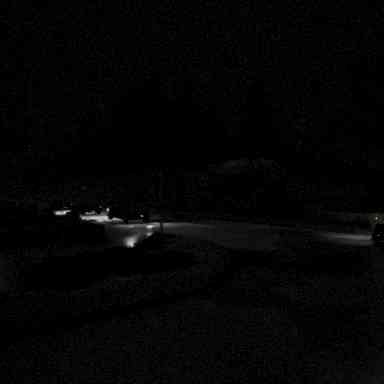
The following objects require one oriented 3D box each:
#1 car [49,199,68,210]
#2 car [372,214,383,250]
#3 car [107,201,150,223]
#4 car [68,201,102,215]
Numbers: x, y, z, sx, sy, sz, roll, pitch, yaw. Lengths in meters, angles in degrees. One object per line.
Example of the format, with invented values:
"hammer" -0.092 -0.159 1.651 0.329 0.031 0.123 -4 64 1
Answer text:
"car" -16.561 1.560 41.980 1.895 1.301 4.718 0 0 -35
"car" 8.181 1.171 10.881 2.150 2.045 5.566 1 0 2
"car" -4.974 1.464 25.678 1.837 1.490 4.892 0 0 -35
"car" -10.744 1.560 33.782 1.895 1.301 4.718 0 0 -35
